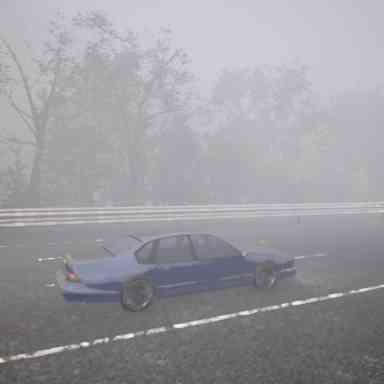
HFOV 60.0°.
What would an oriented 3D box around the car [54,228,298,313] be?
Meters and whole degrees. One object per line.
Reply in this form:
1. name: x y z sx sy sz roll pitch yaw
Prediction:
1. car: -0.193 1.539 7.527 5.357 1.411 2.033 0 0 -26
